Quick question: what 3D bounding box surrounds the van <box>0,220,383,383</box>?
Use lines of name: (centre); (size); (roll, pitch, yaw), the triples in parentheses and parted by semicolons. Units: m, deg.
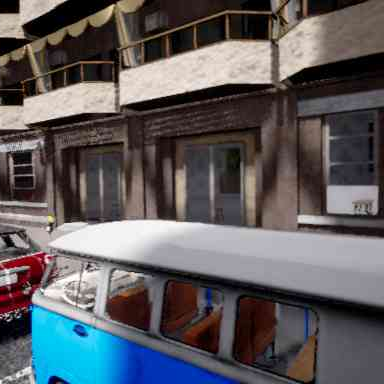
van: (0.337, 1.200, 2.629); (3.998, 1.788, 1.690); (1, 3, 35)
